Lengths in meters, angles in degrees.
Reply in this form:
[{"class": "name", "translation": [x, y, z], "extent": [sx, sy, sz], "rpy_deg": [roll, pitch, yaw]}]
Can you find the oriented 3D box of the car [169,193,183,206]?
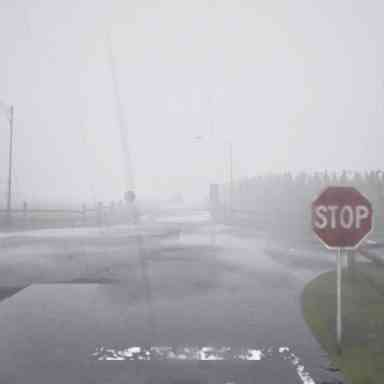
[{"class": "car", "translation": [-2.737, 1.174, 57.022], "extent": [2.150, 2.045, 5.566], "rpy_deg": [0, 0, 0]}]
